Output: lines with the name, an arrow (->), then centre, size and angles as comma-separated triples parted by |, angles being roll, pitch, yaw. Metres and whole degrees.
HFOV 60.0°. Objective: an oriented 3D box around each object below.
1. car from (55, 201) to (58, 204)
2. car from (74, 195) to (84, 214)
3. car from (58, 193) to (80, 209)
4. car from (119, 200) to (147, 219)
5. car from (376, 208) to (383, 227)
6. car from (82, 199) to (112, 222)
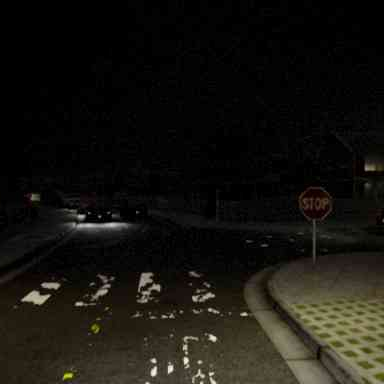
car -> -25.086, 1.533, 61.748 | 2.033, 1.411, 5.357 | 0, 0, -42
car -> -11.045, 1.442, 35.436 | 1.882, 1.535, 5.008 | 0, 0, -25
car -> -15.921, 1.191, 44.608 | 2.150, 2.045, 5.566 | 0, 0, -32
car -> -5.139, 1.440, 28.698 | 1.882, 1.535, 5.008 | 0, 0, -19
car -> 12.061, 1.013, 16.228 | 5.566, 2.045, 2.150 | 0, 0, -4
car -> -7.404, 1.496, 26.107 | 1.812, 1.442, 4.674 | 0, 0, -19
